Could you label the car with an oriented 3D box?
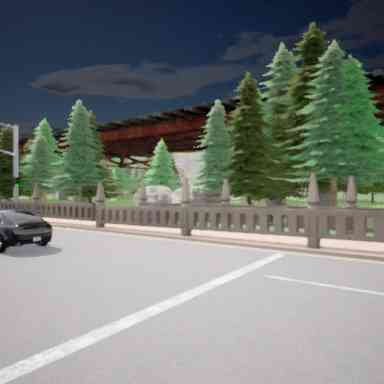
[{"bbox_3d":[-7.764,1.512,13.833,4.892,1.490,1.837,0,0,36],"label":"car"}]
